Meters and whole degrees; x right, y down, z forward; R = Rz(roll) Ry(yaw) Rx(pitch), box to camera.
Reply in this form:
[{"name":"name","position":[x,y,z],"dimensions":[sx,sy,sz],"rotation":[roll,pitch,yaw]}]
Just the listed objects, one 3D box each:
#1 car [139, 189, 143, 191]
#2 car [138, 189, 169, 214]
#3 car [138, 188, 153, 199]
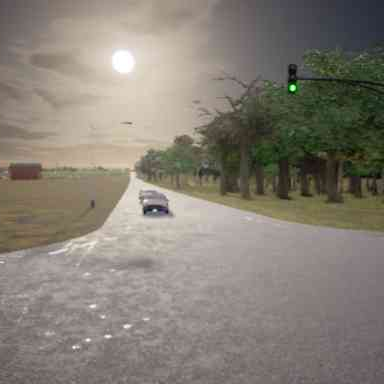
[{"name":"car","position":[-4.573,0.417,34.894],"dimensions":[2.128,1.511,4.902],"rotation":[0,2,-10]},{"name":"car","position":[-2.736,0.779,24.938],"dimensions":[2.033,1.411,5.357],"rotation":[0,2,-5]},{"name":"car","position":[-6.365,0.203,44.916],"dimensions":[1.895,1.301,4.718],"rotation":[0,2,-10]}]
